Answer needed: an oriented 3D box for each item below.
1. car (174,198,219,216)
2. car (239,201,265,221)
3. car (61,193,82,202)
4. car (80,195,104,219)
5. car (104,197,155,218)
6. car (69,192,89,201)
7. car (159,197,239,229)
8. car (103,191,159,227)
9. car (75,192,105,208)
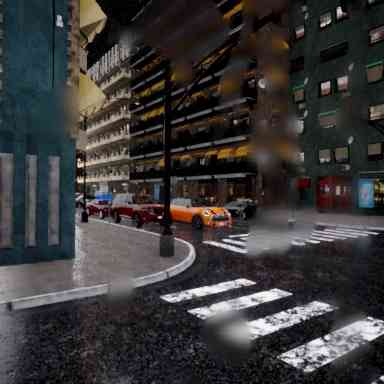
[{"bbox_3d":[0.303,1.289,29.696,1.802,1.307,4.206,2,0,-36],"label":"car"},{"bbox_3d":[3.569,1.354,25.183,1.947,1.339,4.313,2,0,-36],"label":"car"},{"bbox_3d":[-18.665,0.835,51.451,1.994,1.385,4.181,1,0,-35],"label":"car"},{"bbox_3d":[-6.507,1.183,24.814,1.887,1.381,4.507,2,0,-36],"label":"car"},{"bbox_3d":[-5.321,1.185,27.576,2.033,1.411,5.357,1,0,-36],"label":"car"},{"bbox_3d":[-19.293,0.770,56.770,1.887,1.381,4.507,2,0,-36],"label":"car"},{"bbox_3d":[0.277,1.127,19.885,2.097,1.767,4.553,1,0,-37],"label":"car"},{"bbox_3d":[-3.235,1.034,20.302,2.192,1.841,5.009,2,0,-36],"label":"car"},{"bbox_3d":[-11.202,1.018,35.712,1.812,1.442,4.674,1,1,-36],"label":"car"}]
